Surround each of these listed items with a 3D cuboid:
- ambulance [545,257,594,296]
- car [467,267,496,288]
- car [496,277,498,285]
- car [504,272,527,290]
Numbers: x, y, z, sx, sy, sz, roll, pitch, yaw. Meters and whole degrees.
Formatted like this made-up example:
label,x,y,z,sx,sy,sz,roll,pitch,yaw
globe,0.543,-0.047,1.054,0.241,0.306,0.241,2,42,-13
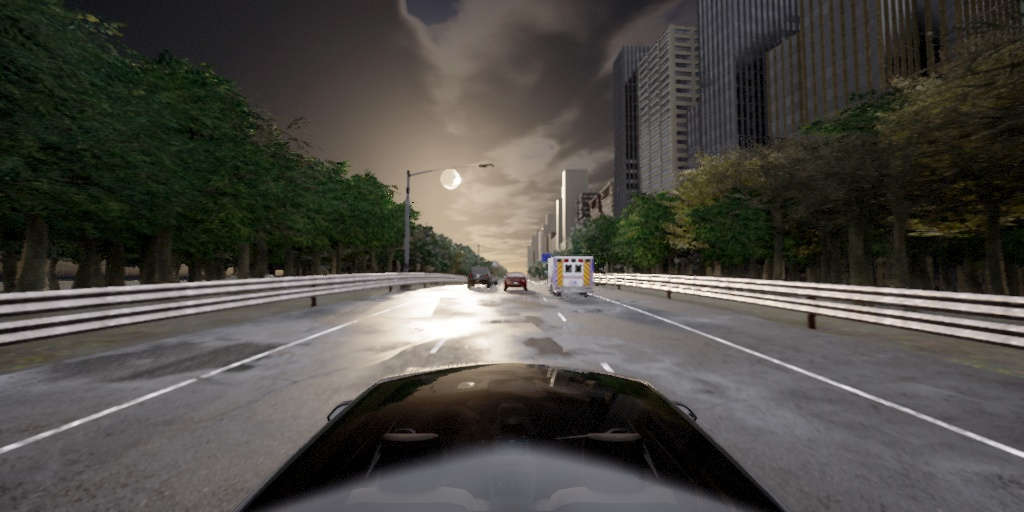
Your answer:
label,x,y,z,sx,sy,sz,roll,pitch,yaw
ambulance,3.654,1.387,24.027,2.351,2.431,6.366,0,-2,0
car,-3.155,2.120,36.015,2.150,2.045,5.566,0,-3,0
car,-3.051,3.385,50.462,1.994,1.385,4.181,0,-4,1
car,0.306,2.136,31.214,1.882,1.535,5.008,0,-3,0
